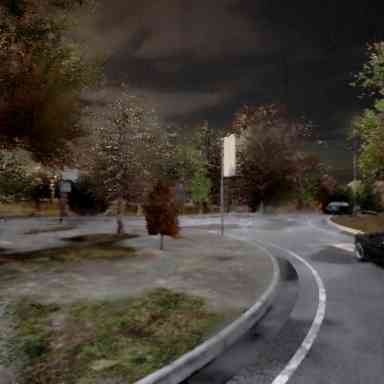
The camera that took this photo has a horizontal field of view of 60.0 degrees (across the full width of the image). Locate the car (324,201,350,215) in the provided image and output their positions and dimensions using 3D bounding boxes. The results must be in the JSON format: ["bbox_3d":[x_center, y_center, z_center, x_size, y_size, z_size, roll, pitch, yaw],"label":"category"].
[{"bbox_3d":[21.990,2.430,50.225,2.150,2.045,5.566,-1,-5,44],"label":"car"}]

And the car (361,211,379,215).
[{"bbox_3d":[32.772,4.076,61.270,1.895,1.301,4.718,-1,-5,44],"label":"car"}]

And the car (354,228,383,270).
[{"bbox_3d":[6.161,1.649,9.503,1.895,1.301,4.718,0,-1,12],"label":"car"}]
